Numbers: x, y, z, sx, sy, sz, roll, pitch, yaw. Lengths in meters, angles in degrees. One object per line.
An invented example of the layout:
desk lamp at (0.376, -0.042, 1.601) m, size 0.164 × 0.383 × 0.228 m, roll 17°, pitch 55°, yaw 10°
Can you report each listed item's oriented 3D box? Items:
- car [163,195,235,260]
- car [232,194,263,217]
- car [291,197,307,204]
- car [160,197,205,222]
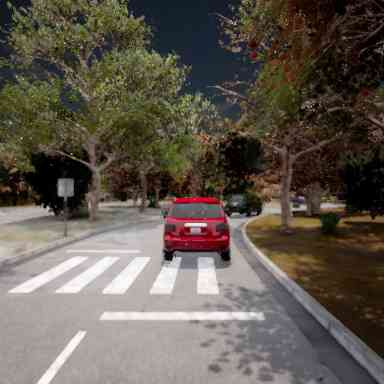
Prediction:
car at (0.243, 1.217, 12.533) m, size 2.150 × 2.045 × 5.566 m, roll 0°, pitch 0°, yaw 3°
car at (5.011, 1.215, 31.391) m, size 2.150 × 2.045 × 5.566 m, roll -1°, pitch 0°, yaw 27°
car at (20.799, 1.628, 63.625) m, size 1.812 × 1.442 × 4.674 m, roll 1°, pitch -1°, yaw -16°
car at (-0.667, 1.362, 27.276) m, size 2.097 × 1.767 × 4.553 m, roll 0°, pitch 0°, yaw 21°
